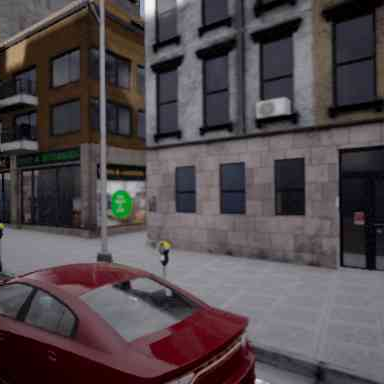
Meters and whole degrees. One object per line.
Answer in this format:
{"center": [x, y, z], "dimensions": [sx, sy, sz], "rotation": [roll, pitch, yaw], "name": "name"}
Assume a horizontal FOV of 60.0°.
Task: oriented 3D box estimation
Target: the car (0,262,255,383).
{"center": [-1.484, 1.550, 4.034], "dimensions": [4.507, 1.381, 1.887], "rotation": [0, -1, 36], "name": "car"}
